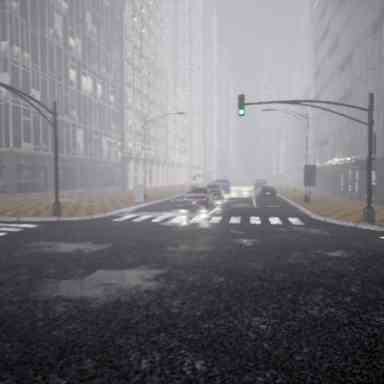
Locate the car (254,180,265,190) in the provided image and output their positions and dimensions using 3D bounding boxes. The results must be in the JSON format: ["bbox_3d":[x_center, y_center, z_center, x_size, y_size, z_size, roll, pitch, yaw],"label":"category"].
[{"bbox_3d":[12.212,-1.283,60.233,1.967,1.590,4.097,0,3,10],"label":"car"}]

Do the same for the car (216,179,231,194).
[{"bbox_3d":[4.217,-0.842,46.057,2.150,2.045,5.566,0,3,10],"label":"car"}]

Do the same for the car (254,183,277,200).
[{"bbox_3d":[7.452,0.061,33.041,1.947,1.339,4.313,0,3,10],"label":"car"}]

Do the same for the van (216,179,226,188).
[{"bbox_3d":[6.375,-1.902,72.475,1.690,1.788,3.998,0,3,10],"label":"van"}]

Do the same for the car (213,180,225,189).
[{"bbox_3d":[5.413,-1.558,67.042,1.967,1.590,4.097,0,3,10],"label":"car"}]

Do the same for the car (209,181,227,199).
[{"bbox_3d":[2.378,-0.097,35.713,1.837,1.490,4.892,0,3,10],"label":"car"}]

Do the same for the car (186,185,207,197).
[{"bbox_3d":[0.605,-0.194,39.858,1.802,1.307,4.206,0,3,10],"label":"car"}]

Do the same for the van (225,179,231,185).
[{"bbox_3d":[10.221,-2.884,94.226,1.690,1.788,3.998,0,3,10],"label":"van"}]

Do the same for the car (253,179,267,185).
[{"bbox_3d":[11.250,-1.162,54.789,2.192,1.841,5.009,0,3,10],"label":"car"}]

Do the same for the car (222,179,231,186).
[{"bbox_3d":[9.259,-2.665,88.787,2.192,1.841,5.009,0,3,10],"label":"car"}]

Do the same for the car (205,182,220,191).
[{"bbox_3d":[3.491,-0.942,56.171,1.947,1.339,4.313,0,3,10],"label":"car"}]

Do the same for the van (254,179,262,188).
[{"bbox_3d":[14.134,-1.873,71.104,1.690,1.788,3.998,0,3,10],"label":"van"}]

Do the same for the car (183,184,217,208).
[{"bbox_3d":[0.572,0.377,25.520,1.812,1.442,4.674,0,3,10],"label":"car"}]

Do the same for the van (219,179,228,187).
[{"bbox_3d":[7.336,-2.148,77.913,1.690,1.788,3.998,0,3,10],"label":"van"}]
